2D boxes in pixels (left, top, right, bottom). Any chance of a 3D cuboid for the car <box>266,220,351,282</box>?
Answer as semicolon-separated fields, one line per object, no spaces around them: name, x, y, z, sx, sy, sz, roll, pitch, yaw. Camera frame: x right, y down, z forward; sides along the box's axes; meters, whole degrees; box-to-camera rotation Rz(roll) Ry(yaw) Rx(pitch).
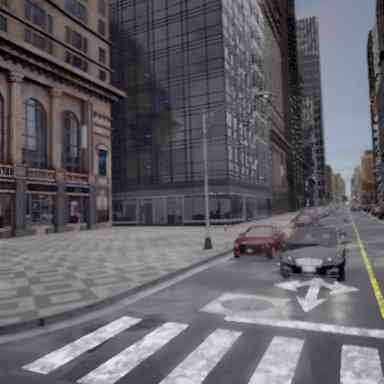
car;4.328;1.946;11.445;2.128;1.511;4.902;-3;-3;26

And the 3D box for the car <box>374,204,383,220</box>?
car;25.276;2.623;42.854;2.192;1.841;5.009;-3;-3;25

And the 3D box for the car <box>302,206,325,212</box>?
car;12.810;2.737;36.238;2.192;1.841;5.009;-3;-3;25

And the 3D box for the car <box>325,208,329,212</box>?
car;17.558;3.315;46.424;2.008;1.369;4.403;-3;-3;25

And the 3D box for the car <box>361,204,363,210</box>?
car;41.870;3.790;78.539;2.192;1.841;5.009;-3;-3;25

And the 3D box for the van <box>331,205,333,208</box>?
van;24.665;3.608;61.727;1.690;1.788;3.998;-3;-3;25

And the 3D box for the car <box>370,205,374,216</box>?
car;30.025;3.226;53.038;1.802;1.307;4.206;-3;-3;25

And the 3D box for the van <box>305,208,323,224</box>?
van;15.182;2.935;41.335;1.690;1.788;3.998;-3;-3;25

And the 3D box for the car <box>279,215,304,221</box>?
car;5.631;2.415;20.781;1.752;1.417;4.829;-3;-3;25

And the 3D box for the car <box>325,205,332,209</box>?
car;22.297;3.540;56.625;1.967;1.590;4.097;-3;-3;25

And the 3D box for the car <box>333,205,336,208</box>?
car;27.035;3.749;66.827;2.192;1.841;5.009;-3;-3;25

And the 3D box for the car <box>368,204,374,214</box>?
car;32.394;3.356;58.138;1.887;1.381;4.507;-3;-3;25

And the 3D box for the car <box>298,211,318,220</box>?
car;10.445;2.792;31.130;1.887;1.381;4.507;-3;-3;25

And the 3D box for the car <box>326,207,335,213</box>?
car;34.080;4.451;81.957;1.752;1.417;4.829;-3;-3;25

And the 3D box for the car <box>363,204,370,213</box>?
car;37.129;3.459;68.343;2.192;1.841;5.009;-3;-3;25

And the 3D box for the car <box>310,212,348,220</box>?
car;9.193;2.328;21.930;1.837;1.490;4.892;-3;-3;25

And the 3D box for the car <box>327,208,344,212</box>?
car;17.715;3.005;40.076;1.994;1.385;4.181;-3;-3;25

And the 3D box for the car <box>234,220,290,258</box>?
car;3.332;2.261;15.836;1.887;1.381;4.507;-3;-3;25

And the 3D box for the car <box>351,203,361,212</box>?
car;41.048;4.245;83.089;1.812;1.442;4.674;-3;-3;25
